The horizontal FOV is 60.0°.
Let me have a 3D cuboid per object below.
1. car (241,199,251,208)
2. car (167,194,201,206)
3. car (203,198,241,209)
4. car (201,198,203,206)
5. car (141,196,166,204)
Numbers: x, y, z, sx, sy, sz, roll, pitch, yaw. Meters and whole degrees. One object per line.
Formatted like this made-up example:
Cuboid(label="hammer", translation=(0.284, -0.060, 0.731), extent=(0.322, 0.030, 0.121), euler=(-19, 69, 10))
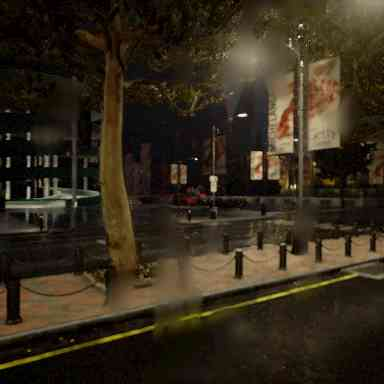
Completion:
Cuboid(label="car", translation=(7.191, 1.705, 52.522), extent=(2.128, 1.511, 4.902), euler=(0, 0, -35))
Cuboid(label="car", translation=(-1.470, 1.414, 58.685), extent=(2.150, 2.045, 5.566), euler=(0, 0, -36))
Cuboid(label="car", translation=(4.433, 1.741, 50.379), extent=(2.033, 1.411, 5.357), euler=(0, 0, -35))
Cuboid(label="car", translation=(1.550, 1.761, 60.474), extent=(2.033, 1.411, 5.357), euler=(0, 0, -36))
Cuboid(label="car", translation=(-8.127, 1.664, 66.529), extent=(5.008, 1.535, 1.882), euler=(0, 0, 42))
